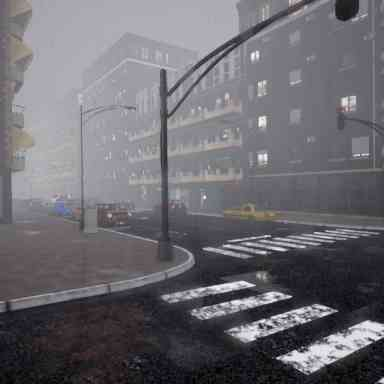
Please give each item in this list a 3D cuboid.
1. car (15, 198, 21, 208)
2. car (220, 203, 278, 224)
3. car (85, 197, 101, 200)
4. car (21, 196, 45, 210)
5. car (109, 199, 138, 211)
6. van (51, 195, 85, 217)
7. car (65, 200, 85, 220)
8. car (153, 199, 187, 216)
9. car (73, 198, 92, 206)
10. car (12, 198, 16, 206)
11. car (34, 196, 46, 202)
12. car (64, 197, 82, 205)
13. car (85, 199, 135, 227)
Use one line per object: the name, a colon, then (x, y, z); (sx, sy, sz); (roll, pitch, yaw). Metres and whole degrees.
car: (-25.221, 1.770, 50.916); (1.947, 1.339, 4.313); (-1, 1, -36)
car: (4.063, 1.498, 24.453); (1.752, 1.417, 4.829); (-1, 1, -36)
car: (-15.188, 1.502, 51.299); (1.967, 1.590, 4.097); (-1, 1, -36)
car: (-21.999, 1.628, 46.417); (1.967, 1.590, 4.097); (-1, 1, -36)
car: (-8.737, 1.581, 42.305); (2.008, 1.369, 4.403); (-1, 1, -36)
van: (-12.325, 1.483, 32.923); (1.690, 1.788, 3.998); (-1, 1, -36)
car: (-8.999, 1.652, 28.289); (1.752, 1.417, 4.829); (-1, 1, -36)
car: (-2.289, 1.441, 33.309); (1.967, 1.590, 4.097); (-1, 1, -36)
car: (-18.411, 1.644, 55.798); (1.947, 1.339, 4.313); (-1, 1, -36)
car: (-31.671, 1.782, 59.911); (1.887, 1.381, 4.507); (-1, 1, -36)
car: (-37.760, 1.728, 82.784); (1.887, 1.381, 4.507); (-1, 1, -36)
car: (-21.636, 1.645, 60.296); (2.008, 1.369, 4.403); (-1, 1, -36)
car: (-5.875, 1.553, 23.930); (1.967, 1.590, 4.097); (-1, 1, -36)
